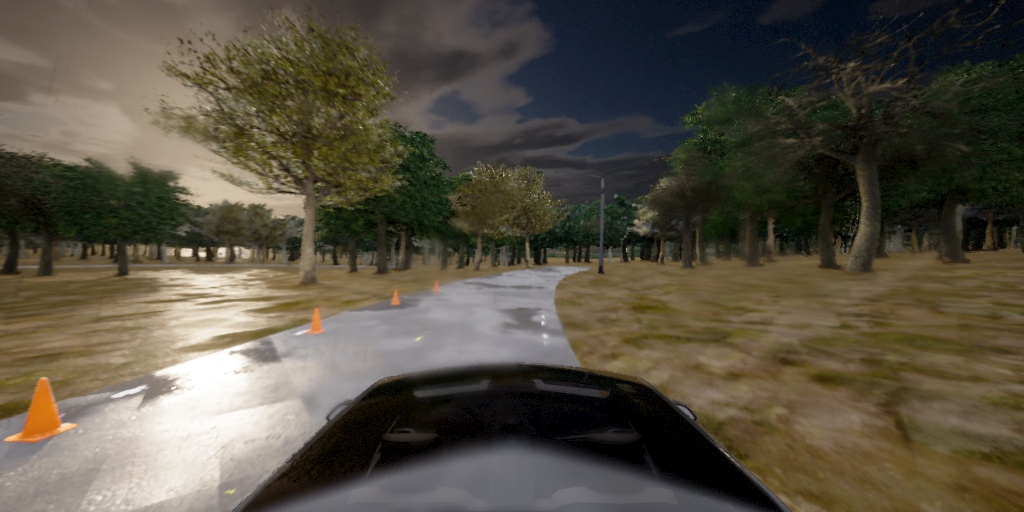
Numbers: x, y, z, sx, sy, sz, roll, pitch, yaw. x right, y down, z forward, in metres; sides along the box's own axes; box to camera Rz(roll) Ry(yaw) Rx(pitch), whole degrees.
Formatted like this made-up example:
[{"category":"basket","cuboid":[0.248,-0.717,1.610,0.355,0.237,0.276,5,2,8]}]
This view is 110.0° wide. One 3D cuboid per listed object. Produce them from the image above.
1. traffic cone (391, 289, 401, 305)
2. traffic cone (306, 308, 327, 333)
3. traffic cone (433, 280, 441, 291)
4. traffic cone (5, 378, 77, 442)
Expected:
[{"category":"traffic cone","cuboid":[-4.539,1.580,14.015,0.340,0.580,0.340,0,0,5]},{"category":"traffic cone","cuboid":[-4.868,1.593,8.923,0.340,0.580,0.340,0,0,3]},{"category":"traffic cone","cuboid":[-4.017,1.563,19.090,0.340,0.580,0.340,0,0,7]},{"category":"traffic cone","cuboid":[-5.005,1.600,3.823,0.340,0.580,0.340,0,0,0]}]
